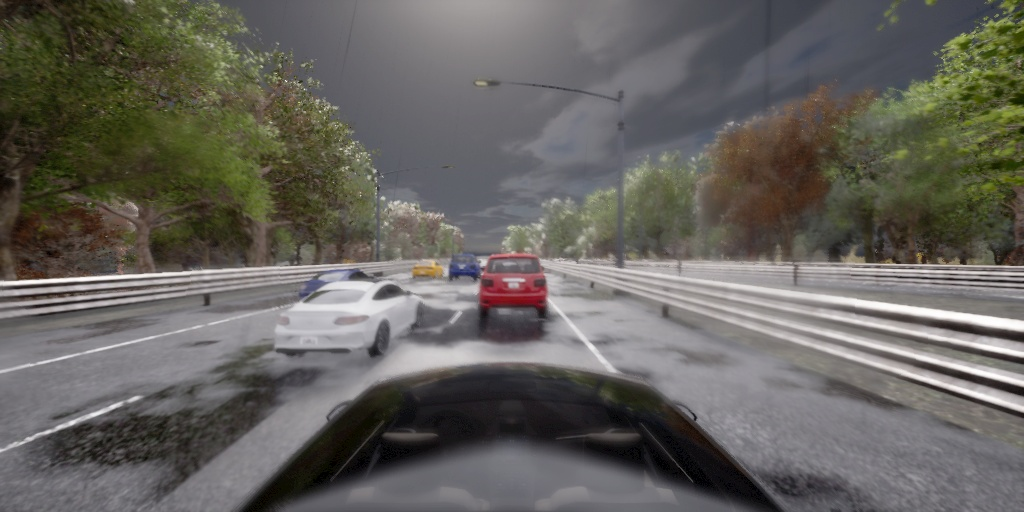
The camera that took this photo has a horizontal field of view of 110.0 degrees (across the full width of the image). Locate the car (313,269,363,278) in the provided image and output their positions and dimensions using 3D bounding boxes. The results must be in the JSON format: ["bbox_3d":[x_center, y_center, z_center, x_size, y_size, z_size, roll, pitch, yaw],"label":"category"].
[{"bbox_3d":[-6.973,1.253,15.029,1.812,1.442,4.674,0,0,0],"label":"car"}]

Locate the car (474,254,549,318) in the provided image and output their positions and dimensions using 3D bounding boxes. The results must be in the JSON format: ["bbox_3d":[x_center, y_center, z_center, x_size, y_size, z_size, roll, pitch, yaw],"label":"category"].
[{"bbox_3d":[0.047,0.950,13.093,2.150,2.045,5.566,0,0,0],"label":"car"}]

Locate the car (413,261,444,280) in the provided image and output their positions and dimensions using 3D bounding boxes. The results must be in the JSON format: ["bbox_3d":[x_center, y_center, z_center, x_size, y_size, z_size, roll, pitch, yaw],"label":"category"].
[{"bbox_3d":[-7.203,1.188,31.220,1.882,1.535,5.008,0,0,-1],"label":"car"}]

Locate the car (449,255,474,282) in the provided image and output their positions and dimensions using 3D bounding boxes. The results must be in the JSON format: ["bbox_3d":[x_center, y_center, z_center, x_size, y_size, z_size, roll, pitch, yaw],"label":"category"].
[{"bbox_3d":[-3.653,0.932,28.642,2.150,2.045,5.566,0,0,-1],"label":"car"}]

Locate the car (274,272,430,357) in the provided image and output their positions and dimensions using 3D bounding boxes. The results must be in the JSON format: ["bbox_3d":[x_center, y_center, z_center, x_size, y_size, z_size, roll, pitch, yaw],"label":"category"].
[{"bbox_3d":[-3.430,1.263,8.357,1.812,1.442,4.674,0,0,0],"label":"car"}]
